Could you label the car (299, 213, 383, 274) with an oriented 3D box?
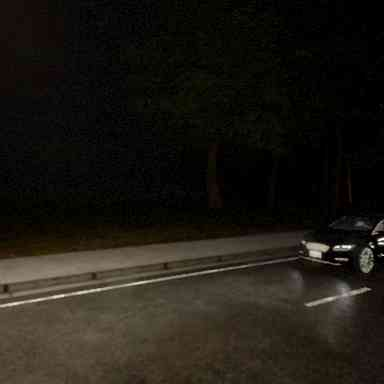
[{"bbox_3d":[5.497,1.450,10.496,4.902,1.511,2.128,0,0,-32],"label":"car"}]
